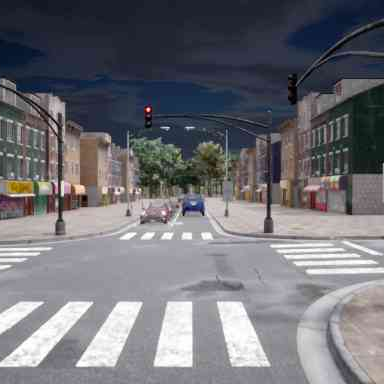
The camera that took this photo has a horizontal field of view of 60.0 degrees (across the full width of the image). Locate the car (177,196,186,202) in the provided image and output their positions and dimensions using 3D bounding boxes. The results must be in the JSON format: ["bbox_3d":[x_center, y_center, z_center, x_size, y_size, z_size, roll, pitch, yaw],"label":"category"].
[{"bbox_3d":[-2.663,1.700,84.328,1.947,1.339,4.313,-1,0,0],"label":"car"}]

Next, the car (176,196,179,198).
[{"bbox_3d":[-2.656,1.597,46.285,1.887,1.381,4.507,-1,0,0],"label":"car"}]

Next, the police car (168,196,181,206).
[{"bbox_3d":[-3.020,1.498,57.275,1.930,1.638,5.238,0,0,0],"label":"police car"}]

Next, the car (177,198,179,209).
[{"bbox_3d":[-2.653,1.599,35.416,1.947,1.339,4.313,-1,0,0],"label":"car"}]

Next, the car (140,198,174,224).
[{"bbox_3d":[-2.652,1.459,24.547,1.967,1.590,4.097,-1,0,0],"label":"car"}]

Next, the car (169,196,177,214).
[{"bbox_3d":[-2.653,1.465,29.981,1.967,1.590,4.097,-1,0,0],"label":"car"}]

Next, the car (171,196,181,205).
[{"bbox_3d":[-3.033,1.592,64.165,1.837,1.490,4.892,0,0,0],"label":"car"}]

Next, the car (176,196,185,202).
[{"bbox_3d":[-2.662,1.671,78.894,2.008,1.369,4.403,-1,0,0],"label":"car"}]

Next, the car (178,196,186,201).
[{"bbox_3d":[-2.664,1.730,89.763,1.802,1.307,4.206,-1,0,0],"label":"car"}]

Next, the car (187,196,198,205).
[{"bbox_3d":[0.086,1.589,62.430,1.837,1.490,4.892,0,0,0],"label":"car"}]

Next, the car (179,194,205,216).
[{"bbox_3d":[0.117,1.252,33.612,2.150,2.045,5.566,0,0,0],"label":"car"}]
